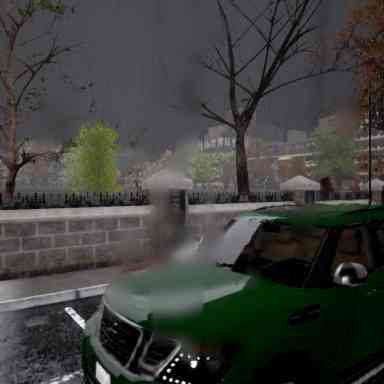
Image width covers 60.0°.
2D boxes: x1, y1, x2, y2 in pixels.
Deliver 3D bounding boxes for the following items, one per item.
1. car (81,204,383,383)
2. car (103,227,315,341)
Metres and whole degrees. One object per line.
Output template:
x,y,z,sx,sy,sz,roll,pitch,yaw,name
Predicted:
1.489,1.221,4.443,5.566,2.045,2.150,0,0,-36,car
0.505,1.581,6.929,4.206,1.307,1.802,0,0,-36,car
